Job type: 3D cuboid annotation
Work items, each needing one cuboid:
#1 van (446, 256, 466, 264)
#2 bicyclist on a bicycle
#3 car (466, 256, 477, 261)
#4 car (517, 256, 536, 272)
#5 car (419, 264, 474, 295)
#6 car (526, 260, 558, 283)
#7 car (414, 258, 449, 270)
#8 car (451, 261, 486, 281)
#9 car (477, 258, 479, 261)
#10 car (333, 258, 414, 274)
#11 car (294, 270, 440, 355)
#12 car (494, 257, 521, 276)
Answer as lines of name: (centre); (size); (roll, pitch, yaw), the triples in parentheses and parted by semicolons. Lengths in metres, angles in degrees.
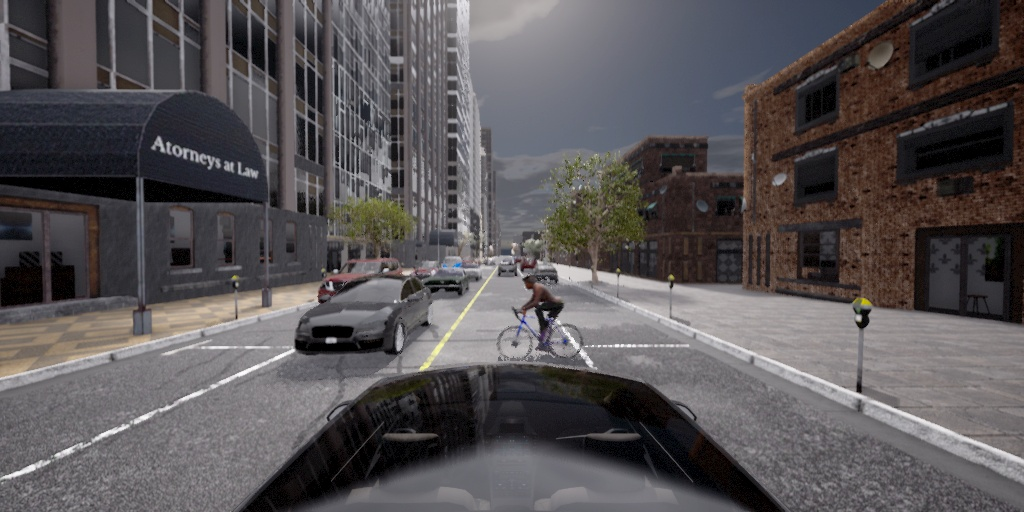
van: (-6.233, 0.992, 37.842); (1.690, 1.789, 3.998); (0, 0, -1)
bicyclist on a bicycle: (0.518, 1.188, 6.831); (1.656, 1.620, 0.582); (-2, 0, -1)
car: (-6.404, 0.935, 48.910); (2.192, 1.841, 5.009); (0, 0, -1)
car: (2.062, 0.949, 43.496); (2.192, 1.841, 5.009); (0, 0, -1)
car: (-3.346, 1.303, 19.157); (1.895, 1.301, 4.718); (0, 0, -1)
car: (2.341, 1.233, 26.159); (2.007, 1.370, 4.403); (0, 0, -1)
car: (-6.063, 1.124, 26.046); (1.967, 1.591, 4.097); (0, 0, -1)
car: (-3.468, 1.276, 29.074); (1.895, 1.301, 4.718); (0, 0, 0)
car: (-6.487, 1.130, 54.275); (1.751, 1.417, 4.829); (0, 0, -1)
car: (-5.982, 1.029, 14.977); (2.192, 1.841, 5.009); (0, 0, -1)
car: (-3.191, 1.238, 8.694); (1.837, 1.490, 4.892); (0, 0, -1)
car: (-0.442, 1.146, 36.434); (2.128, 1.511, 4.902); (0, 0, -1)
